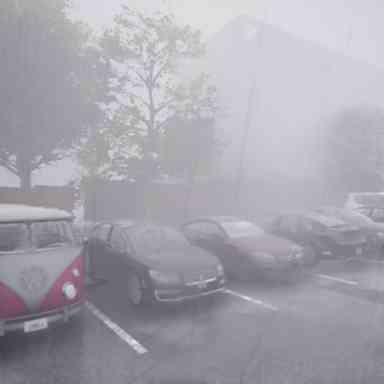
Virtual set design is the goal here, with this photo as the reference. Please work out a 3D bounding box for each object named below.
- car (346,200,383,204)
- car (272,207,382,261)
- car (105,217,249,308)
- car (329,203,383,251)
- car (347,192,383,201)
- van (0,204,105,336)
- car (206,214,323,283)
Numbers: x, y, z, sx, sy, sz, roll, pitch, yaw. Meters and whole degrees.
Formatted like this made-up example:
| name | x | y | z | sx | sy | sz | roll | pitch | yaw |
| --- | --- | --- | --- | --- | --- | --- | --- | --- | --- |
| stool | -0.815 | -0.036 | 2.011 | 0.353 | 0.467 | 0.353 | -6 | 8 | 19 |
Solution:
| name | x | y | z | sx | sy | sz | roll | pitch | yaw |
| --- | --- | --- | --- | --- | --- | --- | --- | --- | --- |
| car | 7.907 | 1.314 | 14.543 | 2.097 | 1.535 | 5.008 | -1 | 0 | -35 |
| car | 3.247 | 1.383 | 11.242 | 2.231 | 1.521 | 4.892 | -1 | 0 | -35 |
| car | -1.216 | 1.448 | 8.097 | 2.231 | 1.521 | 4.892 | -1 | 0 | -35 |
| car | 5.621 | 1.348 | 12.939 | 2.231 | 1.521 | 4.892 | -1 | 1 | -35 |
| car | 10.198 | 1.030 | 16.139 | 2.435 | 2.045 | 5.566 | -1 | 1 | -35 |
| van | -3.426 | 1.248 | 6.381 | 1.878 | 1.987 | 4.442 | 0 | 0 | -35 |
| car | 1.064 | 1.454 | 9.706 | 2.002 | 1.452 | 4.674 | -1 | 1 | -35 |
